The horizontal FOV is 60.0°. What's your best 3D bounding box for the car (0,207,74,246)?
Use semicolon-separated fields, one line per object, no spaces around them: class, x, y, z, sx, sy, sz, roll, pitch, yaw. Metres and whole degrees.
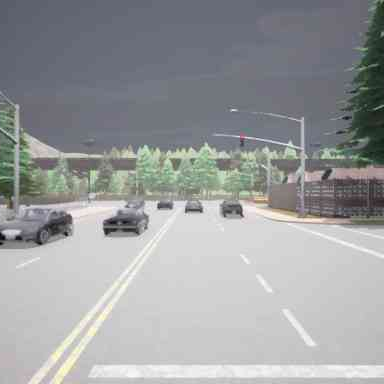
car;-7.055;1.491;15.387;2.128;1.511;4.902;0;0;0

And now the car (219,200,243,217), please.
car;3.682;1.504;31.543;1.837;1.490;4.892;0;0;0

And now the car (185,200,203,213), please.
car;0.209;1.564;36.970;1.994;1.385;4.181;0;0;0

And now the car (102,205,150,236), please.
car;-3.546;1.601;18.541;1.895;1.301;4.718;0;0;0

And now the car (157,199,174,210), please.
car;-3.380;1.601;42.879;1.895;1.301;4.718;0;0;0

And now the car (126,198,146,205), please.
car;-6.902;1.492;41.062;2.128;1.511;4.902;0;0;1
